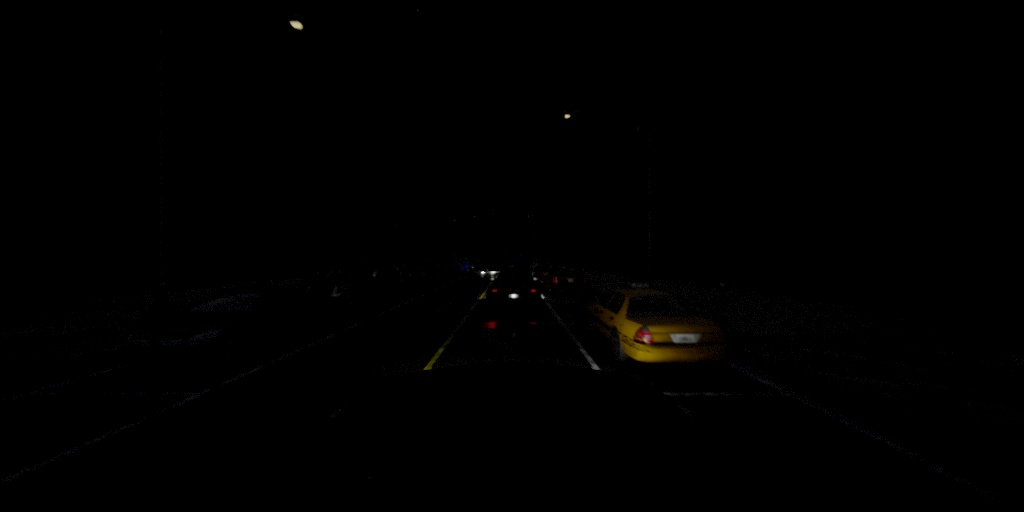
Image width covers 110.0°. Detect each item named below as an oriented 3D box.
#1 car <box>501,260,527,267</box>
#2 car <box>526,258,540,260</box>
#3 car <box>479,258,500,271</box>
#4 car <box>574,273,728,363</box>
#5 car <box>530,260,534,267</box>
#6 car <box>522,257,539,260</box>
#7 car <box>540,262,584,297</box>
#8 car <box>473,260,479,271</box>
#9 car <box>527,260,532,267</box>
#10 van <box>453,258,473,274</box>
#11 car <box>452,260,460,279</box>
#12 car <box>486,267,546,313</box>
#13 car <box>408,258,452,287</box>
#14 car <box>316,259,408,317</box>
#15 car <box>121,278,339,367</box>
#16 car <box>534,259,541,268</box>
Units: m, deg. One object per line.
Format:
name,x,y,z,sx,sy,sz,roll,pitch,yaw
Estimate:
car,0.067,1.263,29.805,1.812,1.442,4.674,0,0,0
car,2.749,1.261,40.567,1.751,1.417,4.829,0,0,0
car,-3.099,1.281,47.716,2.033,1.411,5.357,0,0,0
car,2.760,1.271,8.017,1.751,1.417,4.829,0,0,0
car,2.751,1.283,29.547,1.888,1.381,4.507,0,0,0
car,2.747,1.049,45.822,2.192,1.841,5.009,0,0,0
car,2.756,1.180,18.697,1.967,1.591,4.097,0,0,0
car,-5.778,1.173,45.835,1.967,1.591,4.097,0,0,0
car,2.751,1.287,34.971,2.007,1.370,4.403,0,0,0
van,-5.776,1.076,40.409,1.690,1.789,3.998,0,0,0
car,-5.773,1.282,29.556,1.888,1.381,4.507,0,0,0
car,0.069,1.306,14.053,1.994,1.385,4.181,0,0,0
car,-5.771,1.053,24.131,2.192,1.841,5.009,0,0,0
car,-5.767,1.057,13.279,2.192,1.841,5.009,0,0,0
car,-5.765,1.327,7.853,1.802,1.307,4.207,0,0,0
car,2.754,1.179,24.122,1.967,1.591,4.097,0,0,0
